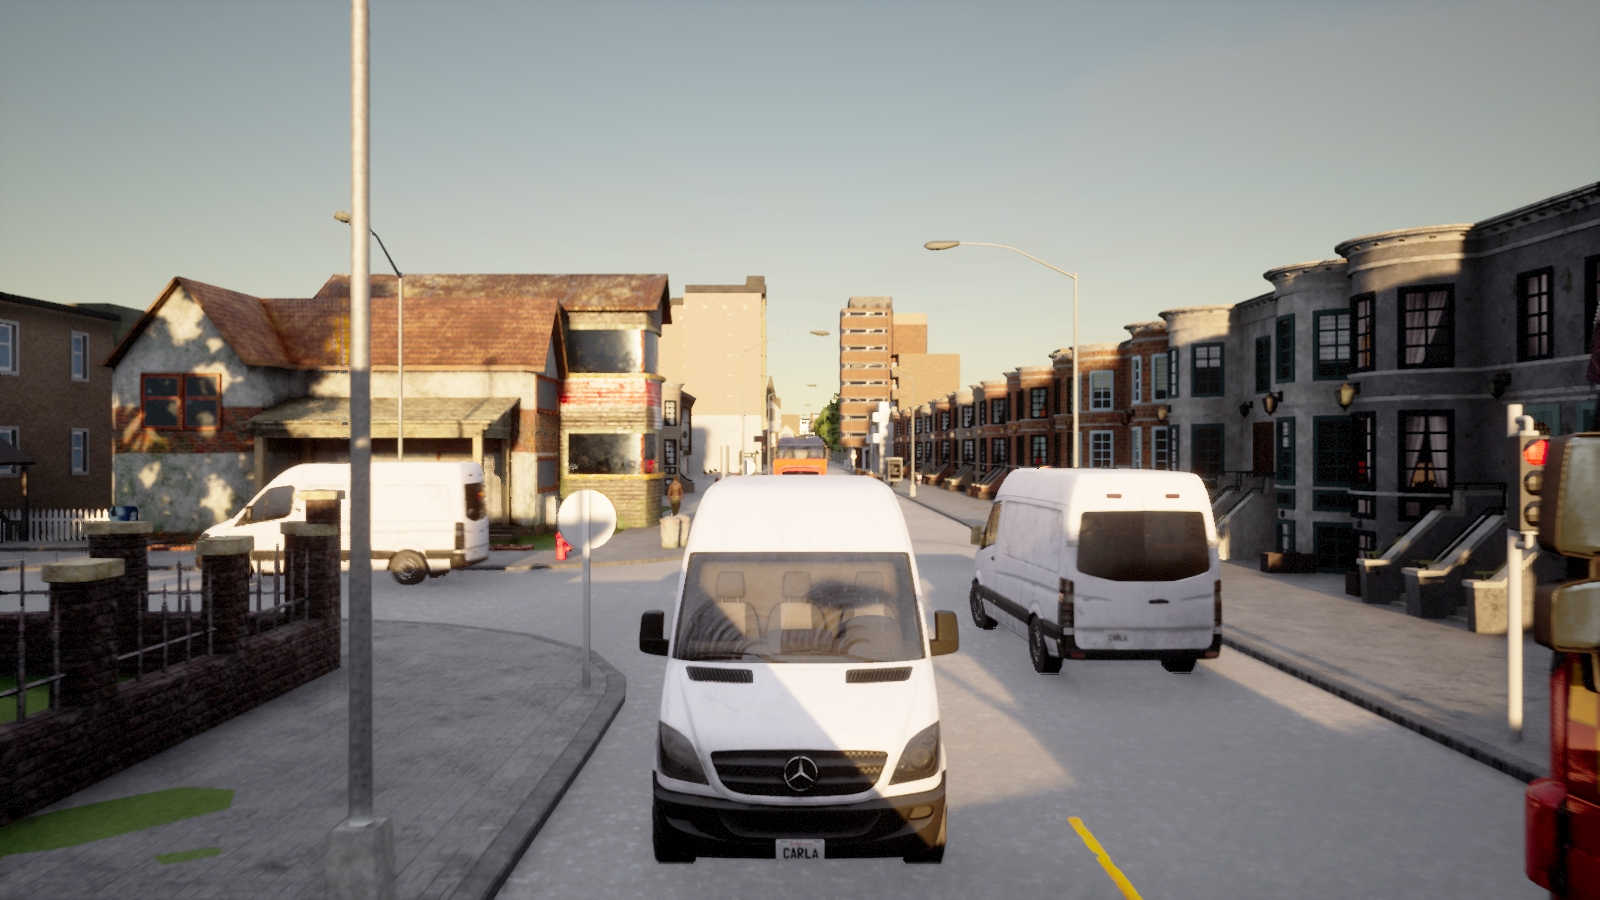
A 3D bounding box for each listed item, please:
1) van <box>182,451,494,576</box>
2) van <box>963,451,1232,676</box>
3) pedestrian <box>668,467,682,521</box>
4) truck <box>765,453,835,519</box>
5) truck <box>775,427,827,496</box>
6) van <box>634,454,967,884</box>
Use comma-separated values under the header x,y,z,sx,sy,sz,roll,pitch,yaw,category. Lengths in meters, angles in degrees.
x,y,z,sx,sy,sz,roll,pitch,yaw,category
-9.807,1.314,24.559,5.915,2.561,1.988,0,0,1,van
3.862,1.315,16.141,1.988,2.561,5.915,0,0,-3,van
-4.323,1.526,39.552,0.375,1.860,0.375,0,0,12,pedestrian
0.012,1.348,45.412,2.627,2.467,5.204,0,0,0,truck
0.033,0.668,67.392,2.891,3.827,8.468,0,0,0,truck
0.001,1.315,9.782,1.988,2.561,5.915,0,0,0,van
